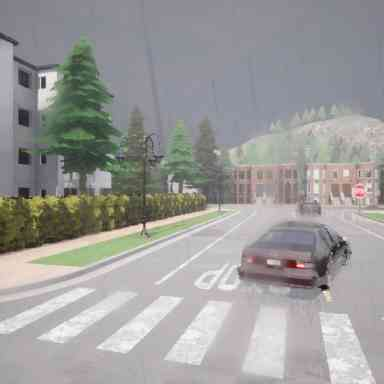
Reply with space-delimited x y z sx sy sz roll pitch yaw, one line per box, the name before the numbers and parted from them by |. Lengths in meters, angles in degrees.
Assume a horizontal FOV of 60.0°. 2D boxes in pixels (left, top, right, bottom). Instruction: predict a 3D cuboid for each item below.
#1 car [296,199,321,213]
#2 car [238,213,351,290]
car | 11.666 1.483 33.517 2.128 1.511 4.902 0 0 11
car | 3.043 1.534 9.115 2.033 1.411 5.357 -1 -1 32
